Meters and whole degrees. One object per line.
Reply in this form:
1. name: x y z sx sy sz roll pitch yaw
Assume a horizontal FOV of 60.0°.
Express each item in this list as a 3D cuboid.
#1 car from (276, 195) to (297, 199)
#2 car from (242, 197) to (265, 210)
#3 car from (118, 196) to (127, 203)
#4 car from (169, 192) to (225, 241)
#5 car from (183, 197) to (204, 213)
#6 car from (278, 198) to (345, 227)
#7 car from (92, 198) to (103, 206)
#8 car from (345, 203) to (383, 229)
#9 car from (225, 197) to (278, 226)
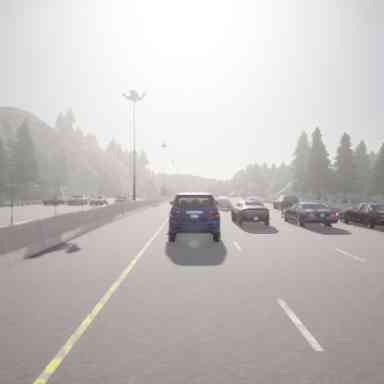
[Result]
1. car: 10.605 1.125 37.420 2.097 1.767 4.553 0 0 0
2. car: 7.094 1.301 38.697 1.812 1.442 4.674 0 0 0
3. car: -10.502 1.315 50.595 1.837 1.490 4.892 0 -1 0
4. car: 0.103 1.029 15.724 2.150 2.045 5.566 0 0 0
5. car: 0.106 1.312 34.907 2.033 1.411 5.357 0 0 0
6. car: 7.103 1.323 20.626 2.033 1.411 5.357 0 0 0
7. car: -14.009 1.331 49.921 1.812 1.442 4.674 0 0 0
8. car: 10.603 1.328 19.669 2.033 1.411 5.357 0 0 0
9. car: 3.604 1.264 21.077 2.128 1.511 4.902 0 0 0
